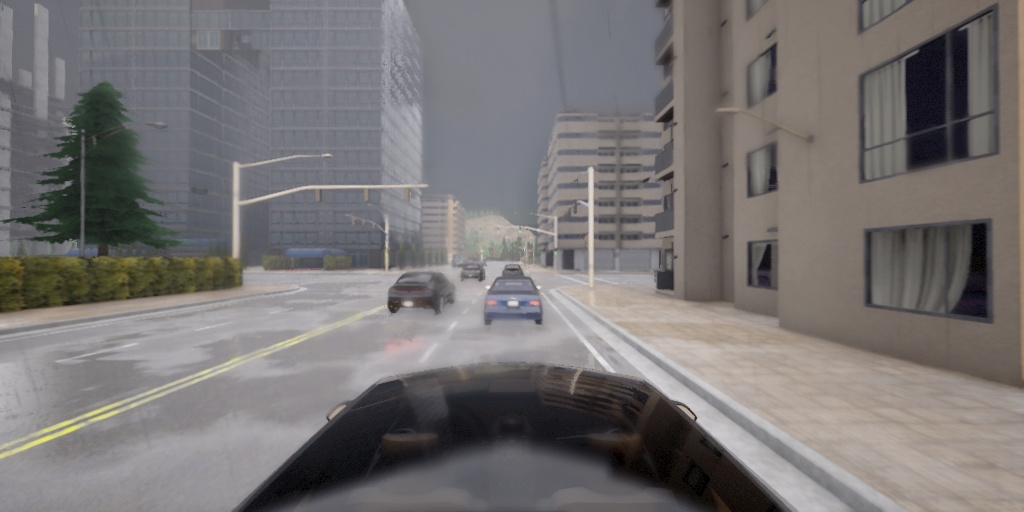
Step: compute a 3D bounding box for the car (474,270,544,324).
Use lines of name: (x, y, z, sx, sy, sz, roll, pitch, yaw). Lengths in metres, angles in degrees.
car: (0.058, 1.377, 12.341, 2.033, 1.411, 5.357, 0, 0, 0)

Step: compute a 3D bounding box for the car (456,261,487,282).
car: (-3.430, 1.471, 32.383, 2.128, 1.511, 4.902, 0, 0, 0)

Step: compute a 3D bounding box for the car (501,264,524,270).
car: (0.071, 1.486, 32.685, 1.837, 1.490, 4.892, 0, -1, 0)

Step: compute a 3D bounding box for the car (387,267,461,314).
car: (-3.434, 1.350, 14.329, 1.837, 1.490, 4.892, 0, 0, 0)
